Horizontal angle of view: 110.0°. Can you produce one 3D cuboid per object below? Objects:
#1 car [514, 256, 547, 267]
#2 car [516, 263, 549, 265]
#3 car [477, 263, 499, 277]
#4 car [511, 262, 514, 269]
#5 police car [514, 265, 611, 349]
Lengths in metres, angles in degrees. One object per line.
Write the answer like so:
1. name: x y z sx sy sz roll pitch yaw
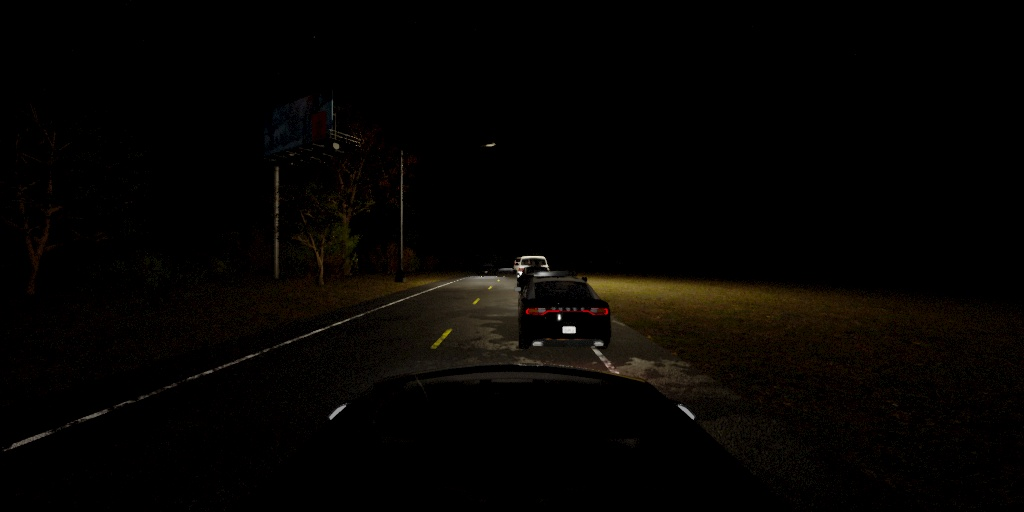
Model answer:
1. car: 1.445 1.044 25.161 2.150 2.045 5.566 0 0 2
2. car: 1.276 1.296 19.152 1.837 1.490 4.892 0 0 1
3. car: -2.537 1.479 38.584 1.994 1.385 4.181 0 0 3
4. car: 1.392 1.203 46.506 2.150 2.045 5.566 0 0 4
5. police car: 1.099 1.184 9.297 1.930 1.638 5.238 0 0 1
